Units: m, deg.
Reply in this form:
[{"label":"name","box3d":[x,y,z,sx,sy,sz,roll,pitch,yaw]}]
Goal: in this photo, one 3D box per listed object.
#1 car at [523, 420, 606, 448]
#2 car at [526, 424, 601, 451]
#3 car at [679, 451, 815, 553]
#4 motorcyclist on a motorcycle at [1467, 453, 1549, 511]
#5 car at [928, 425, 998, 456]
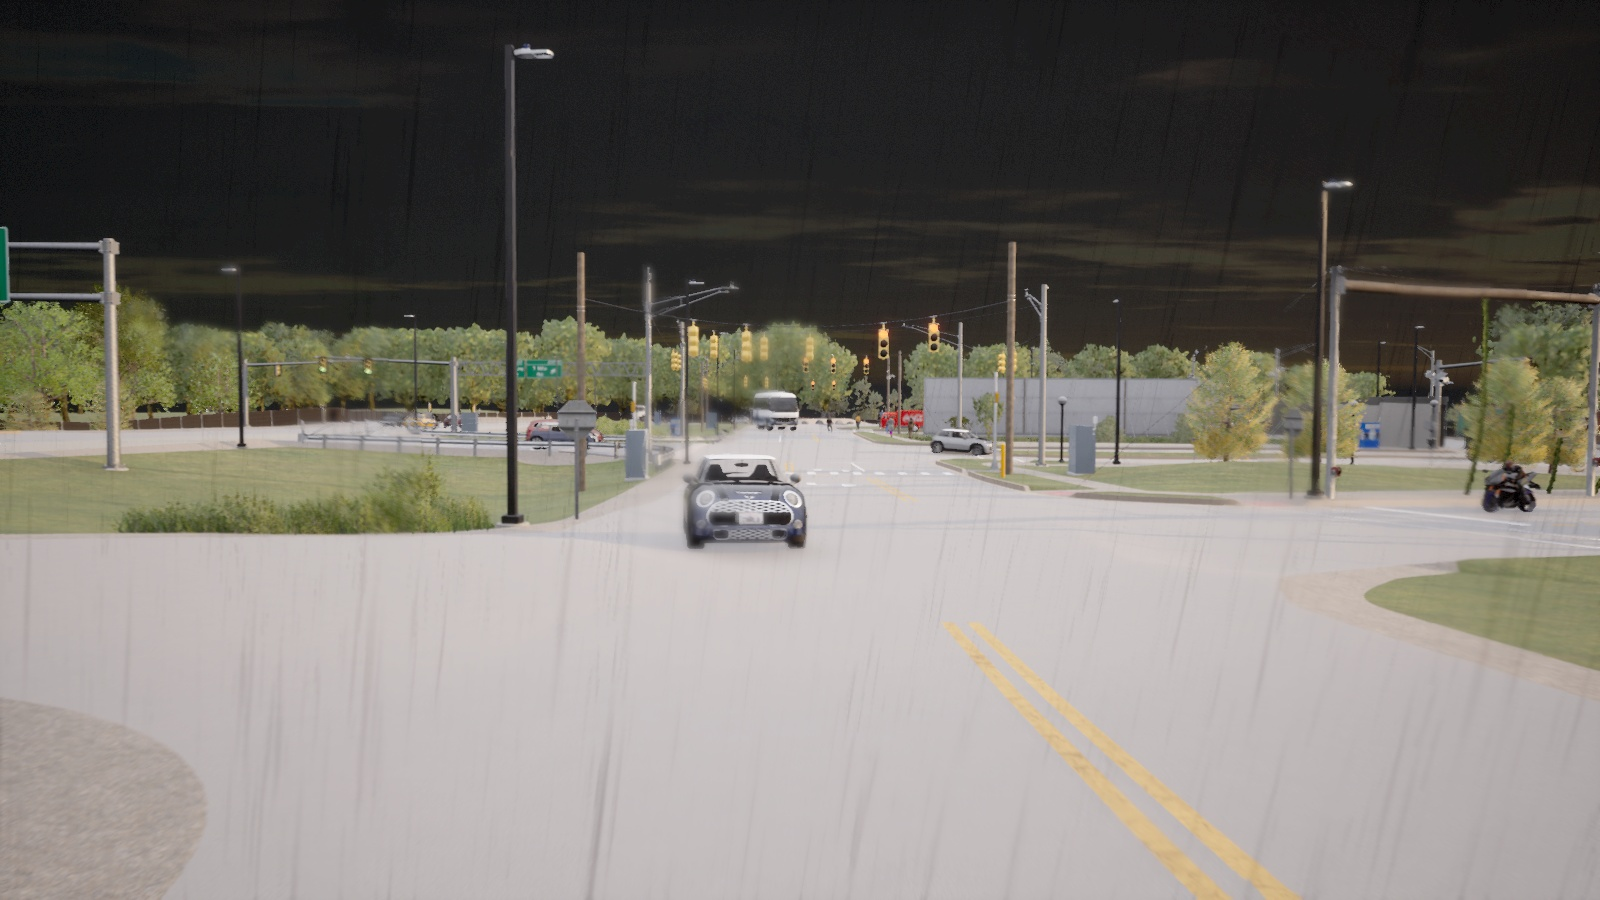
[{"label":"car","box3d":[-14.024,-0.962,74.903,4.611,1.667,2.242,0,2,-3]},{"label":"car","box3d":[-13.356,-0.708,71.180,3.806,1.475,1.970,0,2,3]},{"label":"car","box3d":[-0.975,0.788,21.010,1.970,1.475,3.806,0,1,-7]},{"label":"motorcyclist on a motorcycle","box3d":[19.787,0.885,35.103,2.191,1.530,0.866,0,2,-27]},{"label":"car","box3d":[9.945,-0.600,76.555,3.806,1.475,1.970,5,5,23]}]
